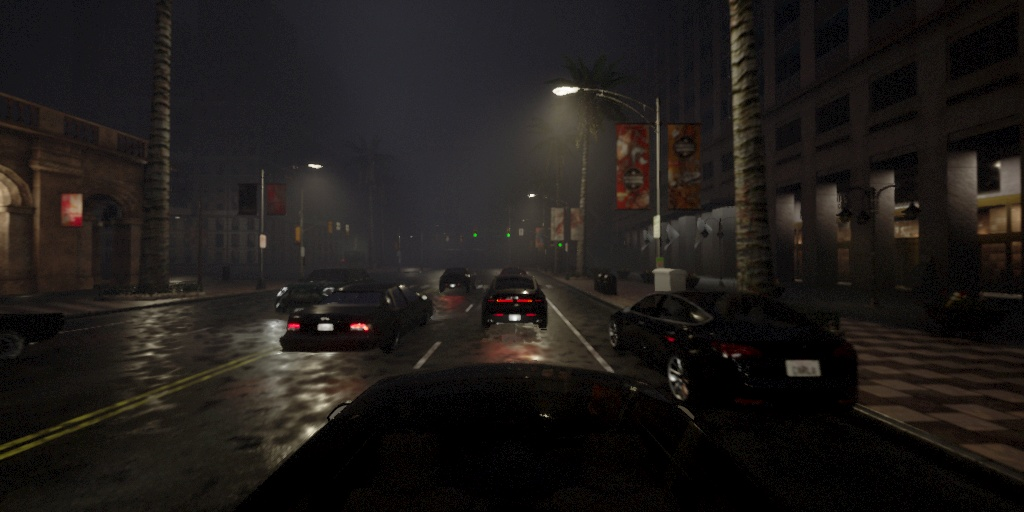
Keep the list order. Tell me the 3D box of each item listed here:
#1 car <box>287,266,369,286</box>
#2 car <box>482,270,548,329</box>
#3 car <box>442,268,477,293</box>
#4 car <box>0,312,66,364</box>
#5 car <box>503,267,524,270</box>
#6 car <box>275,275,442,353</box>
[{"bbox_3d":[-7.060,1.231,14.150,2.097,1.767,4.553,0,0,0],"label":"car"},{"bbox_3d":[0.080,1.358,11.611,1.837,1.490,4.892,0,-1,0],"label":"car"},{"bbox_3d":[-3.402,1.478,23.013,1.837,1.490,4.892,0,-1,0],"label":"car"},{"bbox_3d":[-10.594,1.390,5.473,1.895,1.301,4.718,0,-1,0],"label":"car"},{"bbox_3d":[0.095,1.456,23.456,1.882,1.535,5.008,0,-1,0],"label":"car"},{"bbox_3d":[-3.401,1.375,9.069,2.033,1.411,5.357,0,-1,0],"label":"car"}]
